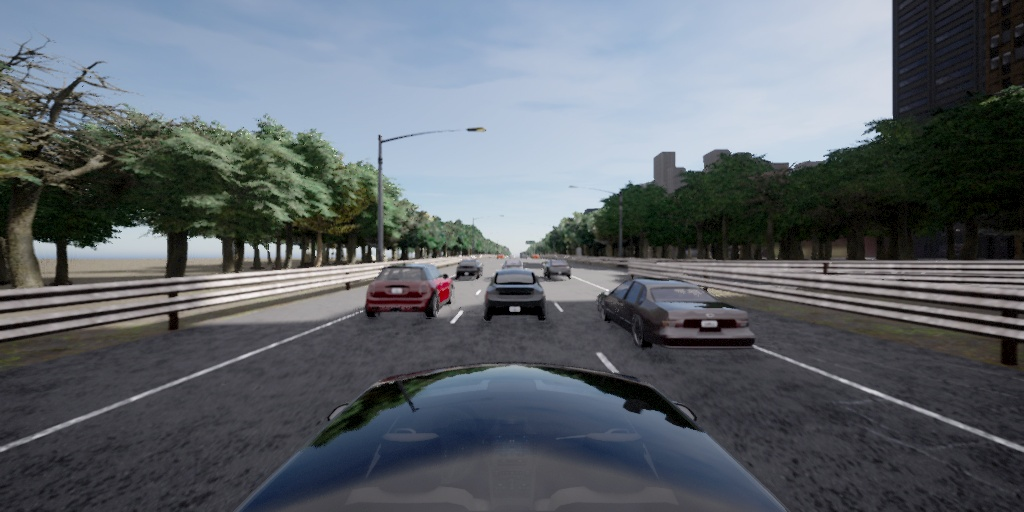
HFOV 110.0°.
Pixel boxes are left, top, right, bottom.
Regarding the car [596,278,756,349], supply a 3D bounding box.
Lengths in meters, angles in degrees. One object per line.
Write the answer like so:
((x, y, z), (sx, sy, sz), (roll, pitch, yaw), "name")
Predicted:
((3.586, 1.260, 9.009), (2.033, 1.411, 5.357), (0, 0, 0), "car")

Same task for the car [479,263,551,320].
((0.092, 1.198, 12.423), (1.837, 1.490, 4.892), (0, 1, 0), "car")

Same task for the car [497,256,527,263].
((0.101, 1.036, 29.202), (2.128, 1.511, 4.902), (0, 1, 0), "car")

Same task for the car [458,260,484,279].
((-3.399, 1.048, 29.313), (1.837, 1.490, 4.892), (0, 1, 0), "car")

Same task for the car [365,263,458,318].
((-3.409, 1.040, 12.774), (2.097, 1.767, 4.553), (0, 0, 0), "car")

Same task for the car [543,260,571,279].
((3.601, 1.036, 29.225), (2.128, 1.511, 4.902), (0, 1, 0), "car")
